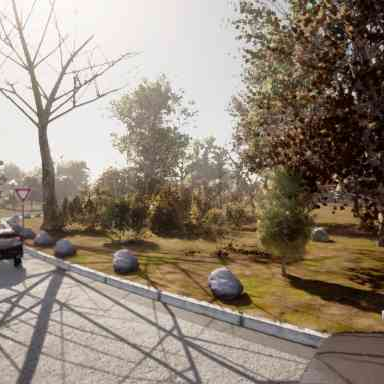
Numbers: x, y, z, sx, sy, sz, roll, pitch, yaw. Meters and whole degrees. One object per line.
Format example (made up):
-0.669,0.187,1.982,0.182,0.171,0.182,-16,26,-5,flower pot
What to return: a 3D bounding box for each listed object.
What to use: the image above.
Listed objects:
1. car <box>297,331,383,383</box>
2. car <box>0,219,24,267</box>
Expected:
3.219,1.551,1.566,5.357,1.411,2.033,0,0,34,car
-6.938,1.553,10.606,2.128,1.511,4.902,0,0,-44,car
